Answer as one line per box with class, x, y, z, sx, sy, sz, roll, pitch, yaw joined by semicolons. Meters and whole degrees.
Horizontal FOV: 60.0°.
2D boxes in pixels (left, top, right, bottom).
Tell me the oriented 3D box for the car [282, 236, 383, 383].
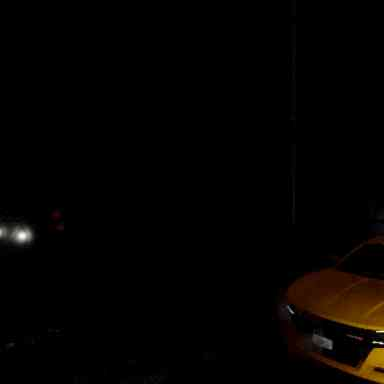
car;3.556;1.478;5.349;5.008;1.535;1.882;0;0;-36
